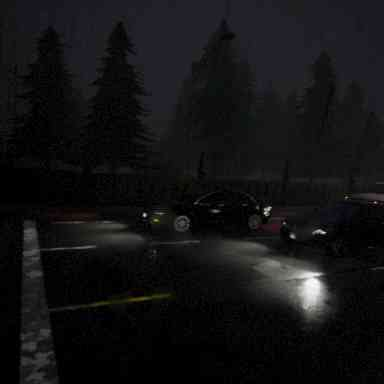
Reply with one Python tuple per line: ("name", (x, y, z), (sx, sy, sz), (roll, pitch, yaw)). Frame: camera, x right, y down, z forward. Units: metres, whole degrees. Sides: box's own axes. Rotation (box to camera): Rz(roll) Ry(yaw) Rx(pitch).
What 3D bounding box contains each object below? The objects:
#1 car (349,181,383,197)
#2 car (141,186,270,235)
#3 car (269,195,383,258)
("car", (10.148, 0.506, 16.765), (5.566, 2.045, 2.150), (1, 5, -27))
("car", (0.630, 0.571, 12.029), (4.892, 1.490, 1.837), (1, 5, -27))
("car", (4.898, 0.993, 10.249), (4.674, 1.442, 1.812), (1, 5, -27))
